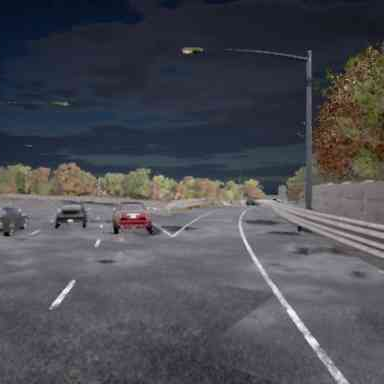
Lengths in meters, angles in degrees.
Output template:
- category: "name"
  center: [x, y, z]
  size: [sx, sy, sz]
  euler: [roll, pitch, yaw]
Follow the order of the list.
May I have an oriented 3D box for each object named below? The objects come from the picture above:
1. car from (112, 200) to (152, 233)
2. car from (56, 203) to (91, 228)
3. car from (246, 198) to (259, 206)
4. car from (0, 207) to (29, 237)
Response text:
- category: "car"
  center: [-3.622, 1.334, 19.762]
  size: [2.097, 1.767, 4.553]
  euler: [0, 0, -14]
- category: "car"
  center: [-7.926, 1.478, 22.198]
  size: [1.837, 1.490, 4.892]
  euler: [0, 0, -16]
- category: "car"
  center: [12.405, 2.151, 69.997]
  size: [1.837, 1.490, 4.892]
  euler: [0, -3, 15]
- category: "car"
  center: [-10.266, 1.519, 17.779]
  size: [2.033, 1.411, 5.357]
  euler: [0, 0, -14]
